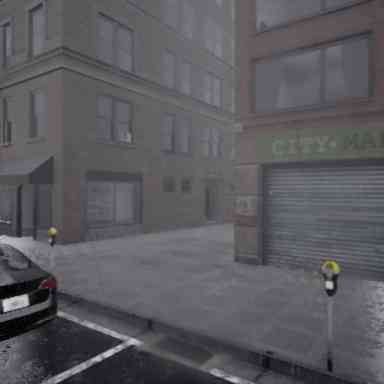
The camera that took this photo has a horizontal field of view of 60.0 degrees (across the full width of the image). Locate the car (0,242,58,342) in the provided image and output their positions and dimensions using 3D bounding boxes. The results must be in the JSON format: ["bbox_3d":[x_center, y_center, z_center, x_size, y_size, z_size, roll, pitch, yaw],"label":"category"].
[{"bbox_3d":[-4.065,1.522,5.709,4.313,1.339,1.947,0,0,35],"label":"car"}]
